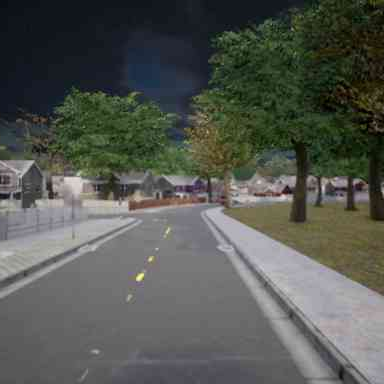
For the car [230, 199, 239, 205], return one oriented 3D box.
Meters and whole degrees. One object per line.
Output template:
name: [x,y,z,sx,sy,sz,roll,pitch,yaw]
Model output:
car: [10.482,2.554,86.356,2.128,1.511,4.902,1,0,31]
